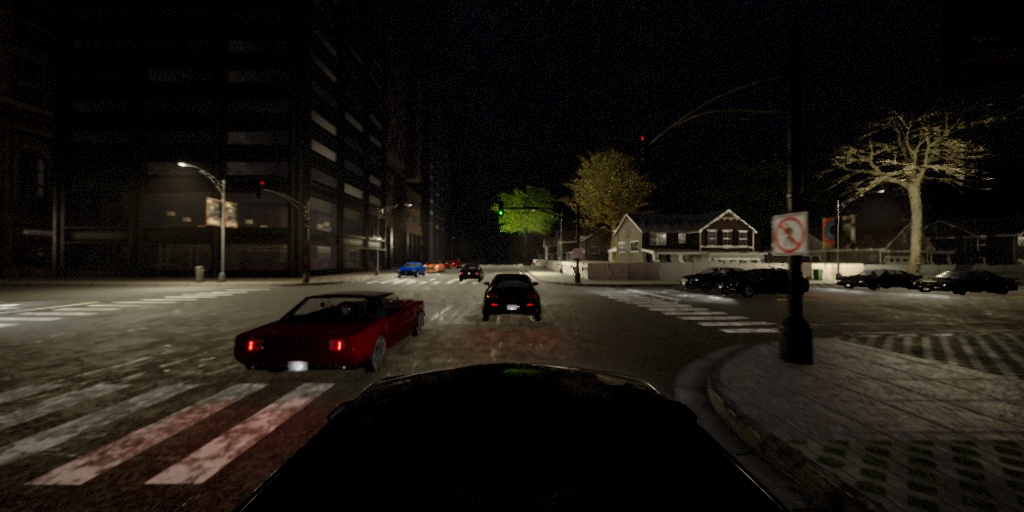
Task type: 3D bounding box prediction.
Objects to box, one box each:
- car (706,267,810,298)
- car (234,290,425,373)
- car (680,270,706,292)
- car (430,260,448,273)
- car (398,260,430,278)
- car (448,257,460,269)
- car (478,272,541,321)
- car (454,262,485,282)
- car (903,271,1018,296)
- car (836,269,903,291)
[{"bbox_3d":[13.715,1.459,19.777,4.892,1.490,1.837,0,0,-7],"label":"car"},{"bbox_3d":[-3.220,1.373,7.592,1.895,1.301,4.718,0,0,-1],"label":"car"},{"bbox_3d":[13.296,1.471,22.999,4.902,1.511,2.128,0,0,-7],"label":"car"},{"bbox_3d":[-10.262,1.318,47.139,2.097,1.767,4.553,0,0,0],"label":"car"},{"bbox_3d":[-10.184,1.390,36.835,1.882,1.535,5.008,0,0,0],"label":"car"},{"bbox_3d":[-10.354,1.269,63.234,2.150,2.045,5.566,0,0,-1],"label":"car"},{"bbox_3d":[-0.022,1.340,12.677,1.812,1.442,4.674,0,-1,-1],"label":"car"},{"bbox_3d":[-3.445,1.450,31.140,2.033,1.411,5.357,0,0,-1],"label":"car"},{"bbox_3d":[27.064,1.583,21.478,5.357,1.411,2.033,0,0,-8],"label":"car"},{"bbox_3d":[25.246,1.600,24.504,5.357,1.411,2.033,0,0,-8],"label":"car"}]
